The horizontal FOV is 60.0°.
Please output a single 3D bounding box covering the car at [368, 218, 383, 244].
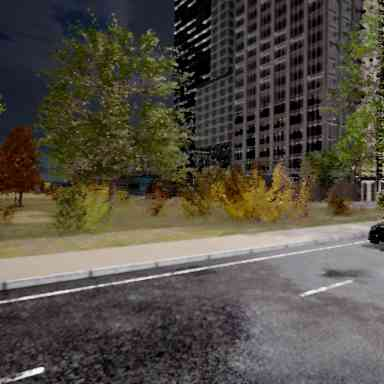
[{"bbox_3d":[9.479,1.579,14.434,4.181,1.385,1.994,0,0,-35],"label":"car"}]
